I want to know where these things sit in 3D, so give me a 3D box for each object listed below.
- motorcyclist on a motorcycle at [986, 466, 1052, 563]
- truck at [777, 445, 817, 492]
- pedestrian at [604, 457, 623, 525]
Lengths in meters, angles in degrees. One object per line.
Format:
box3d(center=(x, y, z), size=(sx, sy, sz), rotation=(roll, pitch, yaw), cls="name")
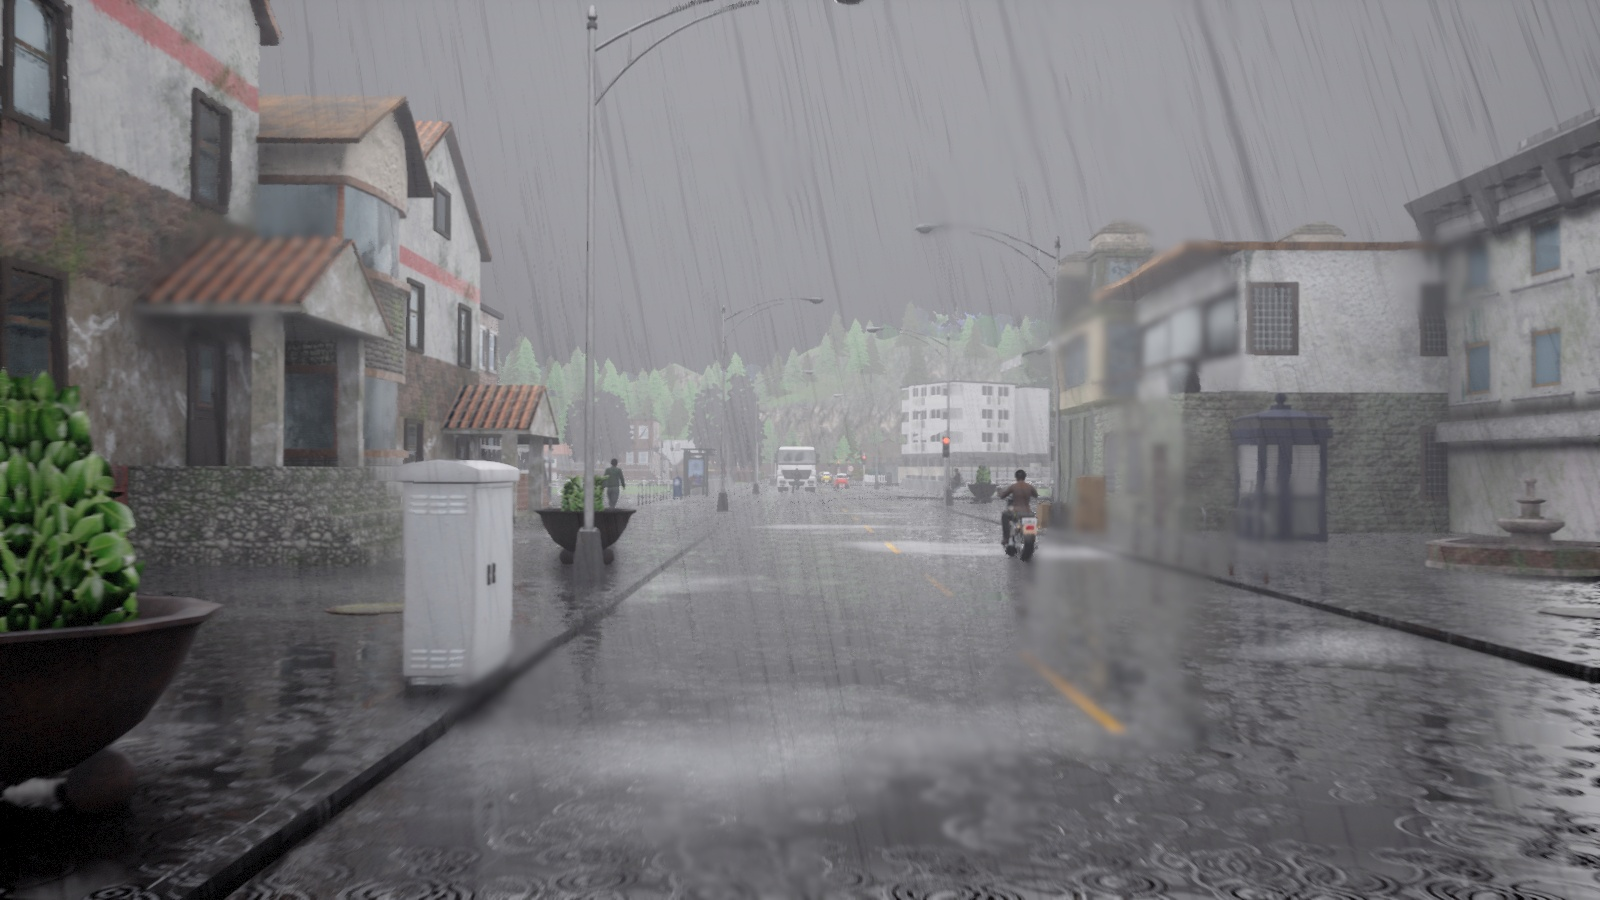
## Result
box3d(center=(3.944, 1.130, 22.766), size=(0.766, 1.649, 2.350), rotation=(0, -1, 0), cls="motorcyclist on a motorcycle")
box3d(center=(-0.239, 1.443, 96.130), size=(2.891, 3.462, 7.936), rotation=(0, -1, 0), cls="truck")
box3d(center=(-5.125, 1.122, 34.487), size=(0.353, 1.847, 0.614), rotation=(0, -1, 8), cls="pedestrian")
